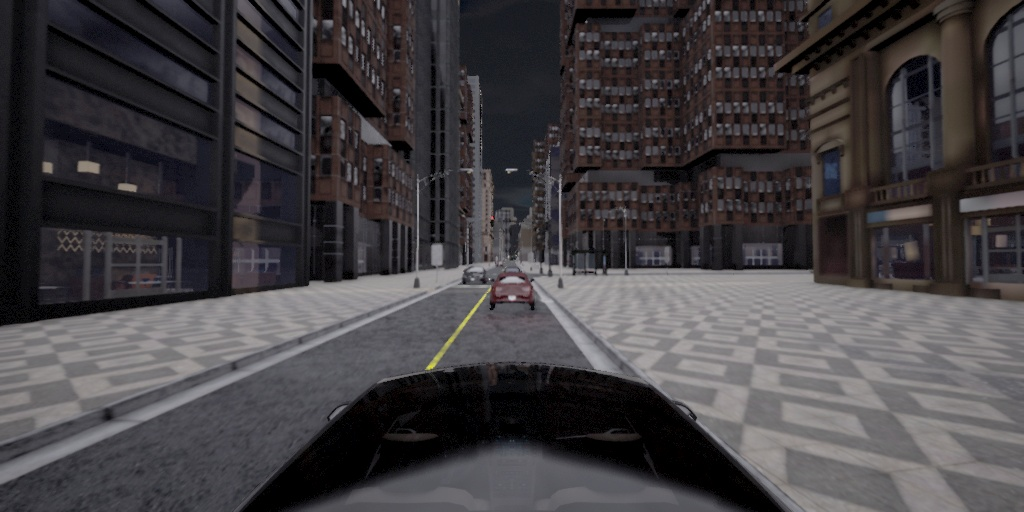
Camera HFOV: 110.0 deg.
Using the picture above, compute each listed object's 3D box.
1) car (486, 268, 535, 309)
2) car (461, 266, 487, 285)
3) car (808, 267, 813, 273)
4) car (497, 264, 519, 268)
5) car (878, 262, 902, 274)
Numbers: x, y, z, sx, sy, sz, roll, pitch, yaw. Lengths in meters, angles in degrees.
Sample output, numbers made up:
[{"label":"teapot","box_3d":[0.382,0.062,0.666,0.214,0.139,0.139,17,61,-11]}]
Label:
[{"label":"car","box_3d":[0.026,1.420,15.762,1.812,1.442,4.674,0,0,0]},{"label":"car","box_3d":[-3.009,1.566,30.015,1.812,1.442,4.674,0,-1,0]},{"label":"car","box_3d":[36.752,1.515,40.840,4.718,1.301,1.895,0,-1,0]},{"label":"car","box_3d":[0.060,1.607,30.217,1.994,1.385,4.181,0,0,2]},{"label":"car","box_3d":[46.719,1.429,43.848,4.902,1.511,2.128,0,-1,0]}]
